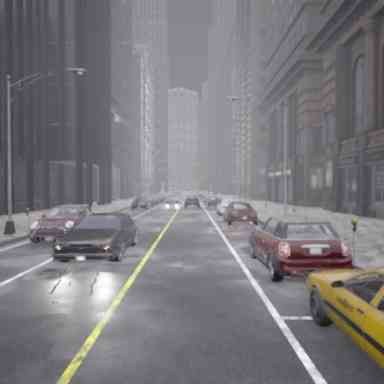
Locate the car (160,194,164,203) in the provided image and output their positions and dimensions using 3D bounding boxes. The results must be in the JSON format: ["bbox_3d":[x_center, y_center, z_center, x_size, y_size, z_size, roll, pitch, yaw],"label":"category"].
[{"bbox_3d":[-5.706,1.159,48.938,1.887,1.381,4.507,-1,0,0],"label":"car"}]

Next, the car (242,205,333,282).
[{"bbox_3d":[2.841,1.366,9.578,1.967,1.590,4.097,-1,0,0],"label":"car"}]

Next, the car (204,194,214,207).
[{"bbox_3d":[2.824,1.243,43.325,1.802,1.307,4.206,-1,0,0],"label":"car"}]

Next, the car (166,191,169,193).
[{"bbox_3d":[-5.712,1.064,60.187,1.887,1.381,4.507,-1,0,0],"label":"car"}]

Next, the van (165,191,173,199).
[{"bbox_3d":[-5.727,0.659,82.683,1.690,1.788,3.998,-1,1,0],"label":"van"}]

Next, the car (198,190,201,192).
[{"bbox_3d":[2.803,0.914,77.070,1.887,1.381,4.507,-1,1,0],"label":"car"}]

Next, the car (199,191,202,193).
[{"bbox_3d":[2.810,1.021,65.822,2.008,1.369,4.403,-1,1,0],"label":"car"}]

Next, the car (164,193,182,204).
[{"bbox_3d":[-3.095,1.181,53.021,1.895,1.301,4.718,0,0,0],"label":"car"}]

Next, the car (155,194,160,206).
[{"bbox_3d":[-5.703,1.206,43.314,1.887,1.381,4.507,-1,0,0],"label":"car"}]

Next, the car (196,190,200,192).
[{"bbox_3d":[2.794,0.758,93.943,1.887,1.381,4.507,-1,1,0],"label":"car"}]

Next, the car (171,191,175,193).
[{"bbox_3d":[-5.722,0.920,77.060,2.008,1.369,4.403,-1,1,0],"label":"car"}]

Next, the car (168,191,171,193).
[{"bbox_3d":[-5.715,1.021,65.811,2.008,1.369,4.403,-1,0,0],"label":"car"}]

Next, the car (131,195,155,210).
[{"bbox_3d":[-5.699,1.272,37.688,1.947,1.339,4.313,-1,0,0],"label":"car"}]

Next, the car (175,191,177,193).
[{"bbox_3d":[-5.729,0.707,88.309,1.967,1.590,4.097,-1,1,0],"label":"car"}]

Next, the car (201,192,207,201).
[{"bbox_3d":[2.816,1.091,54.743,1.752,1.417,4.829,-1,0,0],"label":"car"}]

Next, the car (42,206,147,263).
[{"bbox_3d":[-3.104,1.455,11.939,2.033,1.411,5.357,0,0,0],"label":"car"}]

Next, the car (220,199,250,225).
[{"bbox_3d":[3.135,1.354,22.117,1.812,1.442,4.674,0,0,0],"label":"car"}]

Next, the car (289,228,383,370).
[{"bbox_3d":[2.846,1.493,4.124,1.752,1.417,4.829,-1,0,0],"label":"car"}]

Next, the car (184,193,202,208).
[{"bbox_3d":[0.017,1.179,41.738,1.837,1.490,4.892,0,0,0],"label":"car"}]

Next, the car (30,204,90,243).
[{"bbox_3d":[-5.687,1.323,15.190,1.967,1.590,4.097,-1,0,0],"label":"car"}]

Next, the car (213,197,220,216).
[{"bbox_3d":[3.131,1.299,29.117,1.812,1.442,4.674,0,0,0],"label":"car"}]
